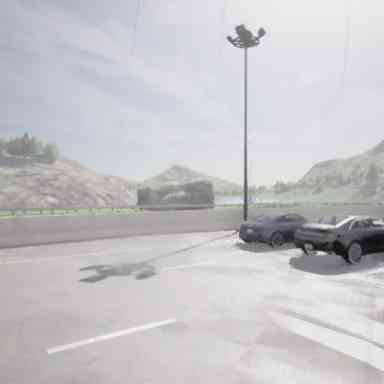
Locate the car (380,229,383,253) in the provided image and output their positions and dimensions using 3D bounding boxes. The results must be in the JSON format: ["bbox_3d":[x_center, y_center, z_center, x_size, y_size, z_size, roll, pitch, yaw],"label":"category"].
[{"bbox_3d":[7.130,1.620,8.474,4.718,1.301,1.895,0,0,-31],"label":"car"}]

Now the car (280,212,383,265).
[{"bbox_3d":[5.760,1.512,11.725,4.902,1.511,2.128,0,0,-31],"label":"car"}]

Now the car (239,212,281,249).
[{"bbox_3d":[4.133,1.586,14.825,4.181,1.385,1.994,0,0,-31],"label":"car"}]
